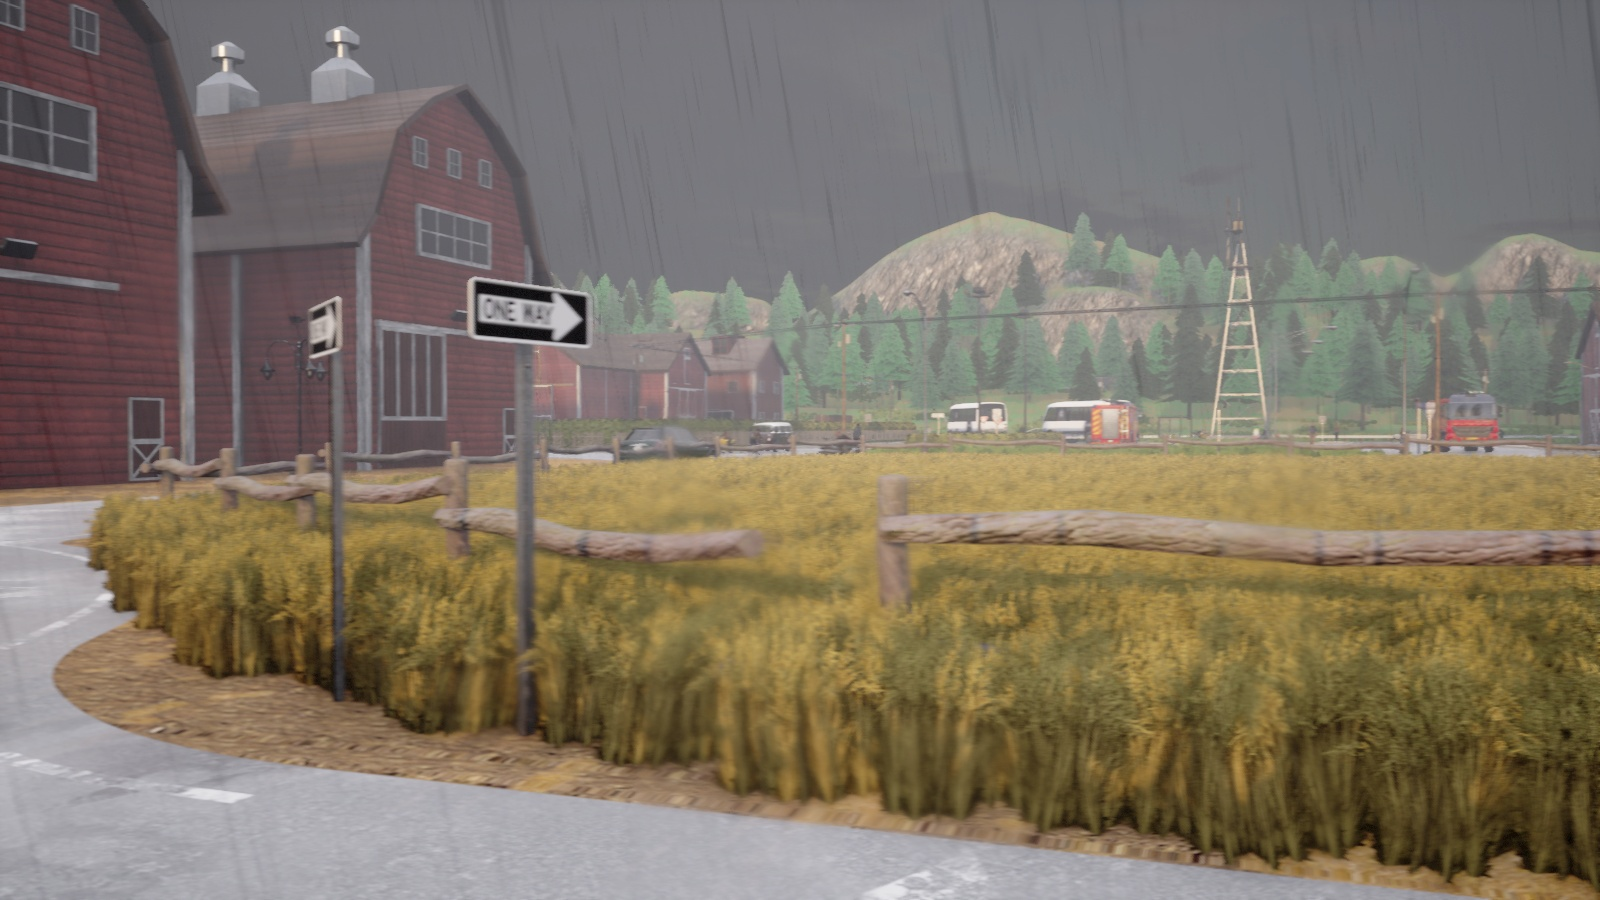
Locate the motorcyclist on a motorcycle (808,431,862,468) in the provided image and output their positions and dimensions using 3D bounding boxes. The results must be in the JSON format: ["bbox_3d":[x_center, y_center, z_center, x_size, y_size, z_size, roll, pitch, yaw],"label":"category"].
[{"bbox_3d":[1.476,-0.029,53.196,2.191,1.530,0.866,0,2,-3],"label":"motorcyclist on a motorcycle"}]

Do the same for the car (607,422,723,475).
[{"bbox_3d":[-4.736,-0.082,44.760,2.097,1.767,4.553,1,1,24],"label":"car"}]

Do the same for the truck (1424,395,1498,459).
[{"bbox_3d":[41.960,-1.466,79.959,2.891,3.827,8.468,1,1,19],"label":"truck"}]

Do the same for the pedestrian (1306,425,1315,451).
[{"bbox_3d":[37.122,-0.861,91.391,0.540,1.848,0.694,1,1,18],"label":"pedestrian"}]

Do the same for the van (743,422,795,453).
[{"bbox_3d":[-2.069,-0.891,85.819,2.069,2.038,4.480,1,1,20],"label":"van"}]
